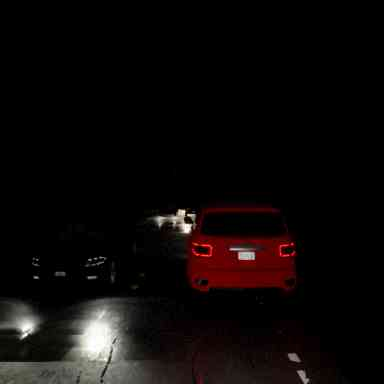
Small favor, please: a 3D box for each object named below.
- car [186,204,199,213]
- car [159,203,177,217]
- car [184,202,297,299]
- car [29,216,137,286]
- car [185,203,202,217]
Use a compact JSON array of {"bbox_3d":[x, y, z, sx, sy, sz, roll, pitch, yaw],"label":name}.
[{"bbox_3d":[0.095,2.393,48.475,1.895,1.301,4.718,0,-2,0],"label":"car"},{"bbox_3d":[-2.675,1.983,37.910,1.882,1.535,5.008,0,-1,0],"label":"car"},{"bbox_3d":[0.979,1.251,8.620,2.150,2.045,5.566,0,0,0],"label":"car"},{"bbox_3d":[-2.831,1.510,9.660,1.882,1.535,5.008,0,0,0],"label":"car"},{"bbox_3d":[0.144,2.048,38.526,1.812,1.442,4.674,0,-2,-1],"label":"car"}]
